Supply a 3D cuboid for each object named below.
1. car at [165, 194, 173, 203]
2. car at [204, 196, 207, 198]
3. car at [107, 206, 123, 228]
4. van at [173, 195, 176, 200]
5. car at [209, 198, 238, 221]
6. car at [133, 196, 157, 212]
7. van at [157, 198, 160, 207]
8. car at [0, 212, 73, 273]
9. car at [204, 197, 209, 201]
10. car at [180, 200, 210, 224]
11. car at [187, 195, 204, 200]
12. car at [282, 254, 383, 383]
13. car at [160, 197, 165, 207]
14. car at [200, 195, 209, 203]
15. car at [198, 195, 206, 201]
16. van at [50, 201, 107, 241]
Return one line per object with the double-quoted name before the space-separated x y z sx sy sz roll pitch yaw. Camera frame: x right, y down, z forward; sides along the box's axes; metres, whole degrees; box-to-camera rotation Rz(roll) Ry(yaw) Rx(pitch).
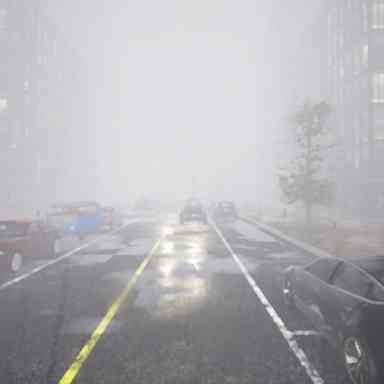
"car" -5.689 1.565 73.123 1.752 1.417 4.829 0 0 0
"car" 2.692 1.555 44.989 1.752 1.417 4.829 0 0 0
"car" -5.688 1.600 22.065 1.802 1.307 4.206 0 0 0
"van" -5.689 1.383 84.678 1.690 1.788 3.998 0 0 0
"car" 2.693 1.462 27.742 1.967 1.590 4.097 0 0 0
"car" -5.688 1.468 39.140 1.967 1.590 4.097 0 0 0
"van" -5.688 1.371 44.833 1.690 1.788 3.998 0 0 0
"car" -5.688 1.555 10.680 1.887 1.381 4.507 0 0 0
"car" 2.692 1.609 39.126 1.802 1.307 4.206 0 0 0
"car" 0.099 1.584 24.929 1.994 1.385 4.181 0 0 0
"car" 0.098 1.381 41.765 2.097 1.767 4.553 0 0 0
"car" 2.693 1.571 4.975 1.947 1.339 4.313 0 0 0
"car" -5.689 1.598 50.526 1.947 1.339 4.313 0 0 0
"car" 2.692 1.480 73.278 1.967 1.590 4.097 0 0 0
"car" 2.690 1.594 90.354 2.008 1.369 4.403 0 0 0
"van" -5.687 1.355 16.372 1.690 1.788 3.998 0 0 0
